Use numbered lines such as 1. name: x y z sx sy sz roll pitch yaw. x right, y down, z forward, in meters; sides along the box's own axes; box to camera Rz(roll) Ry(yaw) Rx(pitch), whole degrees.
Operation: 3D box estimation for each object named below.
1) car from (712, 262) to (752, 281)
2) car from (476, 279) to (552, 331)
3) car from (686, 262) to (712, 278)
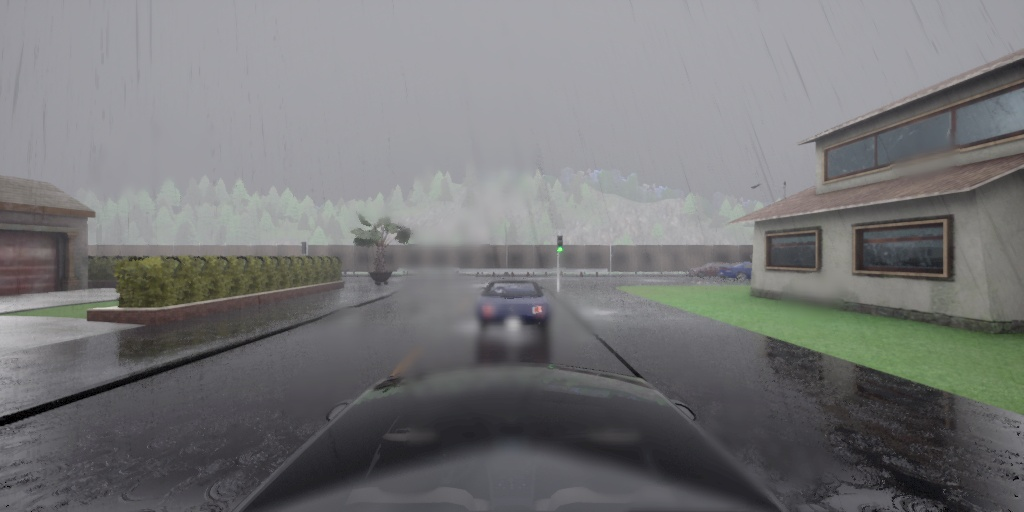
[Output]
1. car: 19.290 1.241 28.811 5.008 1.535 1.882 0 0 0
2. car: 0.055 1.355 10.988 1.895 1.301 4.718 0 0 0
3. car: 18.531 1.291 32.989 4.674 1.442 1.812 0 0 -1
